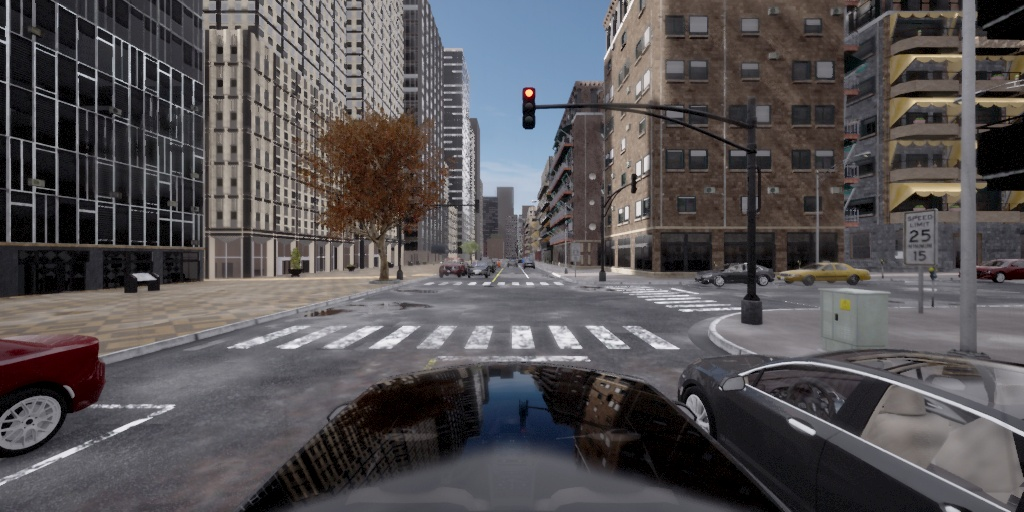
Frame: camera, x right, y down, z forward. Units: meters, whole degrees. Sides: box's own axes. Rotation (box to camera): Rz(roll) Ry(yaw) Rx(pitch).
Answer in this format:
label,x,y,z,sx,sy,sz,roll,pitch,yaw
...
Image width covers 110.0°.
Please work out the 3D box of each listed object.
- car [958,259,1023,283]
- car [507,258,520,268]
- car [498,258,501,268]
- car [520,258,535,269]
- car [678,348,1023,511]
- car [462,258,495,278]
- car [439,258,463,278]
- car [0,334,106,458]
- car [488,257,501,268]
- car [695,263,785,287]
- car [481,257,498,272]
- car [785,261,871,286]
label,x,y,z,sx,sy,sz,roll,pitch,yaw
car,30.139,0.859,21.901,4.507,1.381,1.888,0,0,-1
car,0.111,1.284,64.089,2.128,1.511,4.902,0,0,0
car,-3.086,1.380,53.088,1.895,1.301,4.718,0,0,0
car,2.698,1.349,56.798,1.948,1.339,4.313,0,0,0
car,2.689,1.300,2.319,2.007,1.370,4.403,0,0,0
car,-3.096,1.255,34.198,2.128,1.511,4.902,0,0,0
car,-5.687,1.079,34.708,2.192,1.841,5.009,0,0,0
car,-5.692,1.295,2.321,1.888,1.381,4.507,0,0,0
car,-3.039,1.143,63.105,2.097,1.767,4.553,0,0,1
car,13.437,1.095,21.734,4.403,1.370,2.007,0,0,-1
car,-3.092,1.123,43.370,2.097,1.767,4.553,0,0,0
car,18.834,0.993,21.788,4.829,1.417,1.751,0,0,-1
